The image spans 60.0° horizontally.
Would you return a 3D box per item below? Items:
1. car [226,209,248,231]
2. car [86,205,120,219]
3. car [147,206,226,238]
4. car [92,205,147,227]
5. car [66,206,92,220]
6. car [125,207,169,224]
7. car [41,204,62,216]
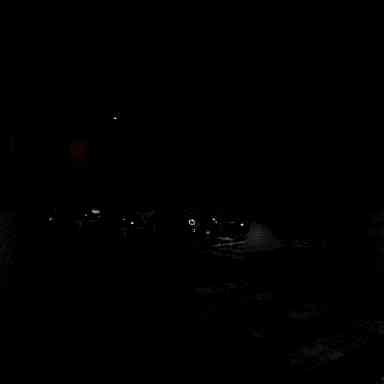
[{"bbox_3d":[1.628,1.801,22.280,1.837,1.490,4.892,0,-1,-36],"label":"car"},{"bbox_3d":[-10.422,2.230,38.810,2.033,1.411,5.357,0,-1,-36],"label":"car"},{"bbox_3d":[-0.474,1.637,19.644,2.097,1.767,4.553,0,-1,-36],"label":"car"},{"bbox_3d":[-6.052,2.009,27.299,2.033,1.411,5.357,0,-1,-35],"label":"car"},{"bbox_3d":[-11.888,2.215,35.311,1.994,1.385,4.181,0,-1,-36],"label":"car"},{"bbox_3d":[-4.201,2.082,30.271,1.895,1.301,4.718,0,-1,-36],"label":"car"},{"bbox_3d":[-19.292,2.384,45.553,2.128,1.511,4.902,0,-1,-36],"label":"car"}]
